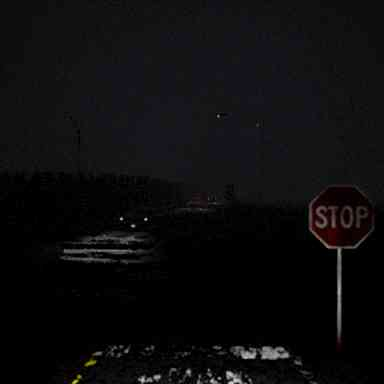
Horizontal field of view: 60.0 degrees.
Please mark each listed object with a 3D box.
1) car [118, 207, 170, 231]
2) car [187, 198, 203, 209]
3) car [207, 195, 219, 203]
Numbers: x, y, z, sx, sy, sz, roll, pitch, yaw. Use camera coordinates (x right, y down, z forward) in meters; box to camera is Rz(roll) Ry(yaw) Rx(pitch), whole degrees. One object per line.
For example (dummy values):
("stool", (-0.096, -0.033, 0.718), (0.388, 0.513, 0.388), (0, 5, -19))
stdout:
("car", (-2.863, 1.603, 20.754), (1.895, 1.301, 4.718), (0, 0, 11))
("car", (0.489, 1.543, 46.561), (1.882, 1.535, 5.008), (0, 1, 8))
("car", (4.480, 1.420, 70.173), (2.097, 1.767, 4.553), (0, 0, 11))
